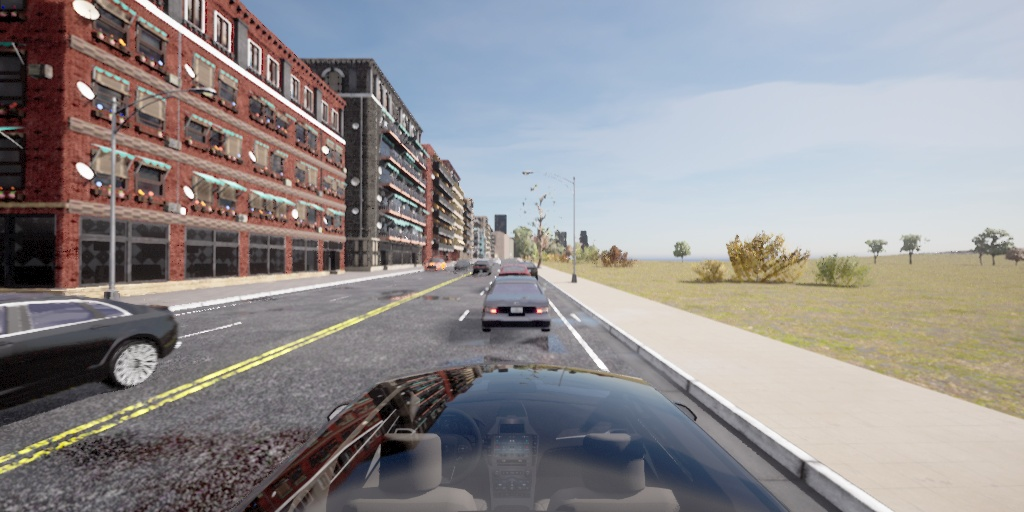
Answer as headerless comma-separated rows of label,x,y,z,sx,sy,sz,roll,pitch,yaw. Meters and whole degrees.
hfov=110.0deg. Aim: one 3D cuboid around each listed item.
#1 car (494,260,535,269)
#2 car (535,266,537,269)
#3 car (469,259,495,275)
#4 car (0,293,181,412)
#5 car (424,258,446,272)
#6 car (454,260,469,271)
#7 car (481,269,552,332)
car,0.132,1.230,21.366,1.882,1.535,5.008,0,0,0
car,1.180,1.231,30.804,1.882,1.535,5.008,0,0,0
car,-3.098,1.257,38.282,1.837,1.490,4.892,0,0,0
car,-6.598,1.242,4.051,2.128,1.511,4.902,0,0,0
car,-9.783,1.105,45.897,2.097,1.767,4.553,0,0,0
car,-6.531,1.257,47.648,1.837,1.490,4.892,0,0,0
car,0.113,1.299,10.826,2.033,1.411,5.357,0,0,0
